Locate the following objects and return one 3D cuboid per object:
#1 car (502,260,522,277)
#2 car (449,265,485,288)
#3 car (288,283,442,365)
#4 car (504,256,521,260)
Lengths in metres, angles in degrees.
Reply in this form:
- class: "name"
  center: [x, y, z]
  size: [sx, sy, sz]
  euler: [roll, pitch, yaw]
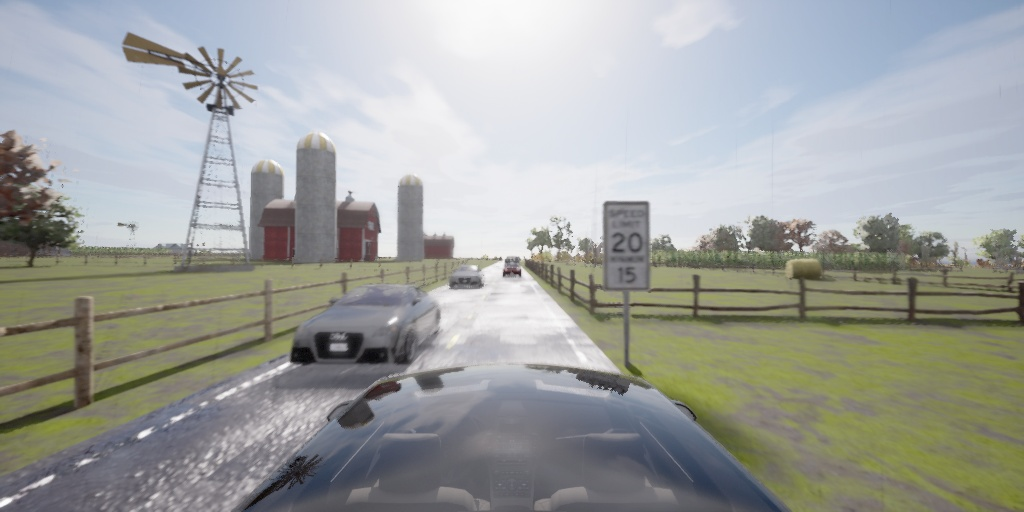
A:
- class: "car"
  center: [0.017, 1.352, 35.959]
  size: [1.895, 1.301, 4.718]
  euler: [0, 0, 0]
- class: "car"
  center: [-2.829, 1.311, 23.464]
  size: [1.994, 1.385, 4.181]
  euler: [0, 0, 0]
- class: "car"
  center: [-2.839, 1.313, 7.879]
  size: [1.994, 1.385, 4.181]
  euler: [0, 0, 0]
- class: "car"
  center: [0.041, 0.982, 48.586]
  size: [2.150, 2.045, 5.566]
  euler: [0, 0, 1]
